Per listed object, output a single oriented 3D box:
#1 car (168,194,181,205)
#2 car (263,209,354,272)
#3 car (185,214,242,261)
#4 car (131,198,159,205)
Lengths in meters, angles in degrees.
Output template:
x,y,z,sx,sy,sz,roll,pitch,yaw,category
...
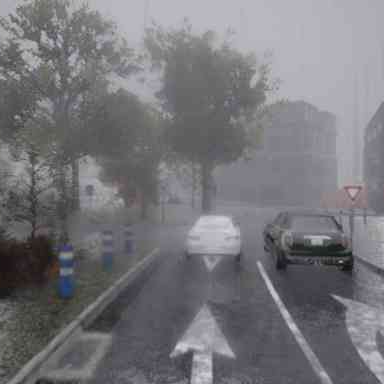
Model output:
x,y,z,sx,sy,sz,roll,pitch,yaw,category
-3.906,0.967,49.461,4.553,1.767,2.097,1,1,39,car
3.630,1.379,11.190,2.097,1.767,4.553,0,0,6,car
0.849,1.551,12.265,1.812,1.442,4.674,0,0,6,car
-6.793,0.844,47.811,5.566,2.045,2.150,-1,0,45,car
